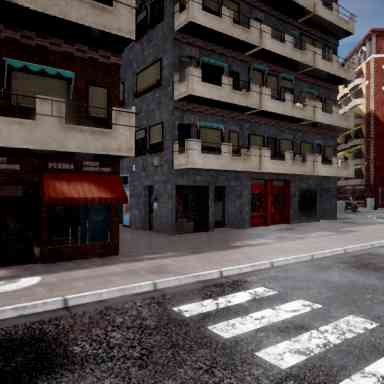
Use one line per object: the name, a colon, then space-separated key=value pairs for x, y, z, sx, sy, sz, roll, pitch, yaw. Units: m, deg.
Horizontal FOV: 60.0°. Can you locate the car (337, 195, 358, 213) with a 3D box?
car: x=17.951 y=1.425 z=40.095 sx=2.150 sy=2.045 sz=5.566 roll=0 pitch=0 yaw=5
